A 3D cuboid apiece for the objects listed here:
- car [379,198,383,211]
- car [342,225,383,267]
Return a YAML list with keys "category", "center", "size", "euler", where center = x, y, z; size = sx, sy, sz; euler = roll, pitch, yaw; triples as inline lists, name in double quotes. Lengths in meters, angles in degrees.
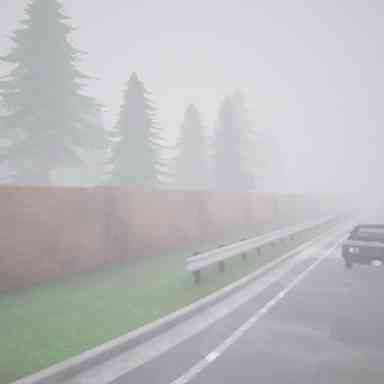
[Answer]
- category: "car"
  center: [31.244, 2.001, 53.221]
  size: [2.150, 2.045, 5.566]
  euler: [-1, -1, 30]
- category: "car"
  center: [6.462, 1.775, 11.467]
  size: [1.895, 1.301, 4.718]
  euler: [-1, -1, 31]
